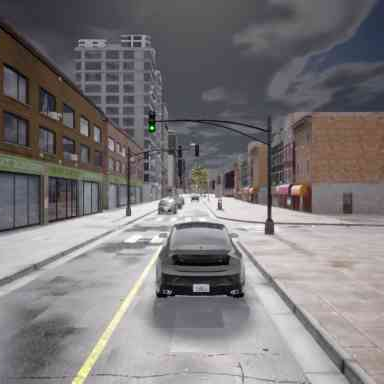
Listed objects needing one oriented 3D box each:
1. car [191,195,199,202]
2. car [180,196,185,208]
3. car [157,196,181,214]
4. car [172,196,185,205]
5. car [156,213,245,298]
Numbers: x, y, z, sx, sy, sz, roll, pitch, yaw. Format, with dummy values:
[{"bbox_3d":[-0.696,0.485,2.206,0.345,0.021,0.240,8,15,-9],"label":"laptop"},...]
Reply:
[{"bbox_3d":[0.724,1.465,75.097,1.837,1.490,4.892,0,0,1],"label":"car"},{"bbox_3d":[-2.424,1.348,45.146,2.097,1.767,4.553,0,0,1],"label":"car"},{"bbox_3d":[-2.527,1.492,35.141,2.128,1.511,4.902,0,0,0],"label":"car"},{"bbox_3d":[-2.287,1.464,57.532,1.882,1.535,5.008,0,0,1],"label":"car"},{"bbox_3d":[0.174,1.505,8.490,1.837,1.490,4.892,0,0,0],"label":"car"}]
